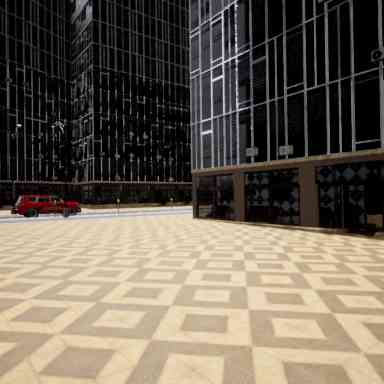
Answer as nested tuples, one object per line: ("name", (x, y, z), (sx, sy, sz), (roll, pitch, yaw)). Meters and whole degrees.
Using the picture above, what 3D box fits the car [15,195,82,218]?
("car", (-11.772, 1.188, 27.332), (5.009, 1.841, 2.192), (0, -1, -37))
